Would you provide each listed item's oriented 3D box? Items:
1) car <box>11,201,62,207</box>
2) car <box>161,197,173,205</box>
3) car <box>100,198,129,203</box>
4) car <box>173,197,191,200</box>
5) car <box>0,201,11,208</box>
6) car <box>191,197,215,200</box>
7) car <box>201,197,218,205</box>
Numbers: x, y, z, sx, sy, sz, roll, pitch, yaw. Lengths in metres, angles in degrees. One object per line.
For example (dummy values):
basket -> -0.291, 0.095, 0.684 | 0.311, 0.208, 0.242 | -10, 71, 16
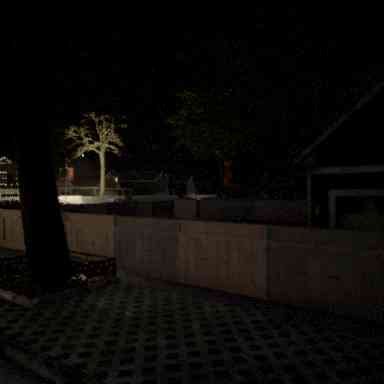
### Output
car -> -15.192, 1.589, 34.304 | 2.033, 1.411, 5.357 | 0, 0, 29
car -> -3.247, 1.635, 57.333 | 2.033, 1.411, 5.357 | 0, 0, 26
car -> -11.332, 1.621, 48.481 | 2.033, 1.411, 5.357 | 0, 0, 27
car -> -0.799, 1.584, 54.723 | 1.837, 1.490, 4.892 | 0, 0, 24
car -> -19.070, 1.590, 34.008 | 2.033, 1.411, 5.357 | 0, 0, 29
car -> 2.254, 1.621, 53.616 | 2.033, 1.411, 5.357 | 0, 0, 26
car -> 3.378, 1.662, 63.747 | 1.994, 1.385, 4.181 | 0, 0, 24
